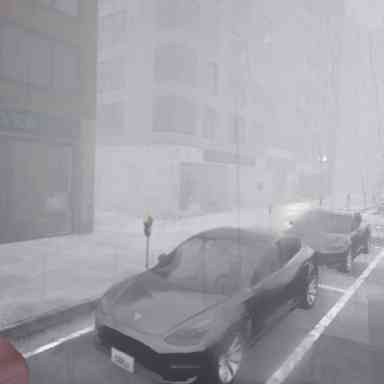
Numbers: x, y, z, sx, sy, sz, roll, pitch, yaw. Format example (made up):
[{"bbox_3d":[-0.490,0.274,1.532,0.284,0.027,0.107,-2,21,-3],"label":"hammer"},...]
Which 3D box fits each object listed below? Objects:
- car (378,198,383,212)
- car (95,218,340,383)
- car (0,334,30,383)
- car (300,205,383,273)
[{"bbox_3d":[13.858,0.847,22.789,1.802,1.307,4.206,5,4,37],"label":"car"},{"bbox_3d":[0.613,1.291,5.102,1.947,1.339,4.313,5,4,37],"label":"car"},{"bbox_3d":[-2.697,1.384,0.680,1.887,1.381,4.507,5,4,37],"label":"car"},{"bbox_3d":[3.925,1.176,9.524,1.947,1.339,4.313,5,4,37],"label":"car"}]
